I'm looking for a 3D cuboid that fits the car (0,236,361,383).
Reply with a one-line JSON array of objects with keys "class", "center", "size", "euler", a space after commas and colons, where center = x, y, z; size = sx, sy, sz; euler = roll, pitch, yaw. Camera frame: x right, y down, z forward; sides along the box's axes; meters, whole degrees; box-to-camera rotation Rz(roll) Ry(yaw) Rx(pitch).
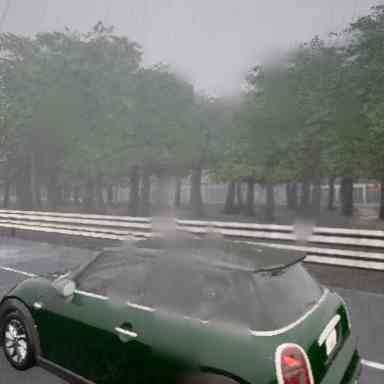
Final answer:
[{"class": "car", "center": [-0.485, 1.364, 4.216], "size": [4.553, 1.767, 2.097], "euler": [0, 0, 35]}]
